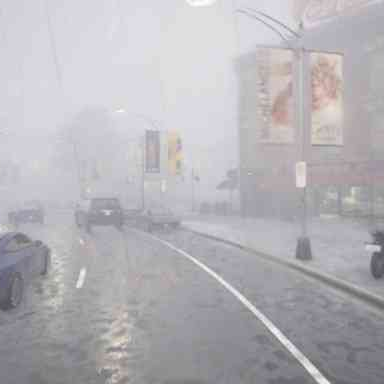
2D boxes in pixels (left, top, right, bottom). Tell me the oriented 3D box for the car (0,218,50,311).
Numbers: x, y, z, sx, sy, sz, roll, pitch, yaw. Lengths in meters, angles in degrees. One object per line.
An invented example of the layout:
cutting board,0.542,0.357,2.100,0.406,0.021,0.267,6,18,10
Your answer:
car,-4.594,1.595,7.613,1.812,1.442,4.674,0,0,-12

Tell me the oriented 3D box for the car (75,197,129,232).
car,-6.073,1.341,21.437,2.150,2.045,5.566,0,0,-28

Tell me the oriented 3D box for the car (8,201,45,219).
car,-12.801,1.681,25.529,1.882,1.535,5.008,0,0,-35
